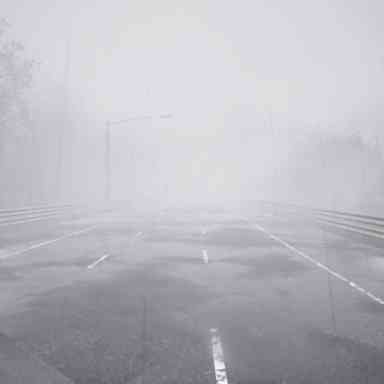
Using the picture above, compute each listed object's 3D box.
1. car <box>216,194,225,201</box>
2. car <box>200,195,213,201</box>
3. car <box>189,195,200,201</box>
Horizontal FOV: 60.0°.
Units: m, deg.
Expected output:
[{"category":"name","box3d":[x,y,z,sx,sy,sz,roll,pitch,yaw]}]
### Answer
[{"category":"car","box3d":[7.334,1.438,86.171,2.097,1.767,4.553,0,0,7]},{"category":"car","box3d":[3.772,1.677,85.813,1.895,1.301,4.718,0,0,7]},{"category":"car","box3d":[0.242,1.622,85.746,2.033,1.411,5.357,0,0,7]}]
